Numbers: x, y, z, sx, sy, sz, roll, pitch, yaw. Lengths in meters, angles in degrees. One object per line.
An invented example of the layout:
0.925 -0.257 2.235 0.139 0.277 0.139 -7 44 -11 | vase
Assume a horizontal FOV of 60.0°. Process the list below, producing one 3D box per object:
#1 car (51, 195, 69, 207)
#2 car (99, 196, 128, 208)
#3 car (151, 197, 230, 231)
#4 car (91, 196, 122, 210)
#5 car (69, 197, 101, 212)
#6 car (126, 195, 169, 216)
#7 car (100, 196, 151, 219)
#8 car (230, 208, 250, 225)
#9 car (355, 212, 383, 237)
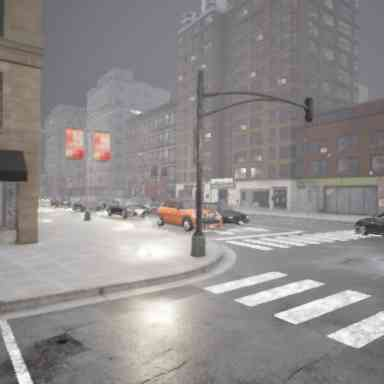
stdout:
-17.178 1.198 43.711 2.128 1.511 4.902 1 0 -35 | car
-11.054 1.356 46.570 2.033 1.411 5.357 1 0 -35 | car
-0.222 1.236 19.535 2.097 1.767 4.553 1 0 -35 | car
-10.208 1.300 39.389 1.837 1.490 4.892 1 0 -35 | car
-11.213 1.290 35.187 1.812 1.442 4.674 1 0 -35 | car
-4.251 1.208 30.915 2.097 1.767 4.553 1 0 -35 | car
-5.291 1.318 26.738 2.128 1.511 4.902 1 0 -35 | car
1.503 1.467 22.725 2.033 1.411 5.357 1 0 -35 | car
9.615 1.555 15.408 1.812 1.442 4.674 2 0 -8 | car
